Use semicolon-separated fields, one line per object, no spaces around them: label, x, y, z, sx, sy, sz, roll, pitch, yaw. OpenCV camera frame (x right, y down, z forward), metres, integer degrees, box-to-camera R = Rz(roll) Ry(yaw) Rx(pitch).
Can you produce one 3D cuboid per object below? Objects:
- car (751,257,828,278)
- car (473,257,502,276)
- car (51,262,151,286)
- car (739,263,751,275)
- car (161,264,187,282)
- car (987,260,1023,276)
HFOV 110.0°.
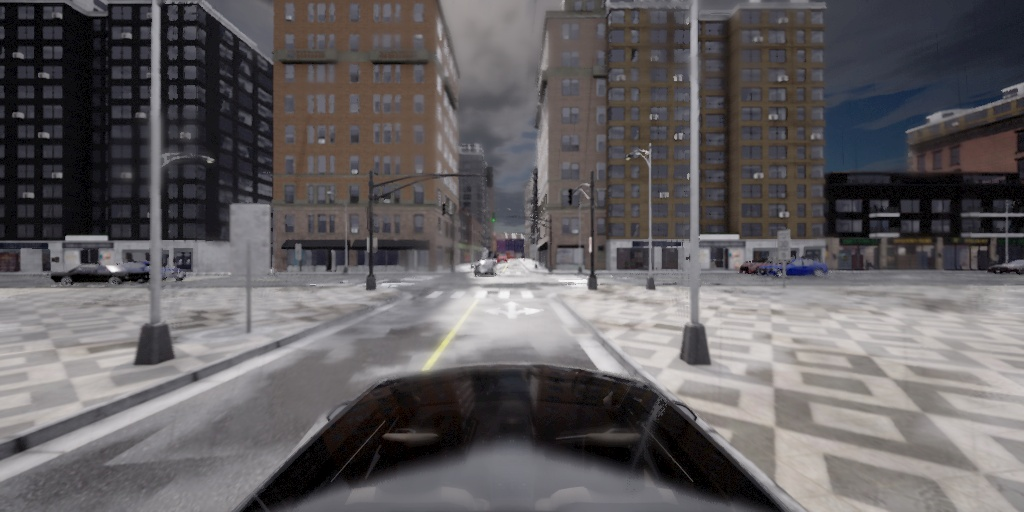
car;23.072;1.016;29.530;5.008;1.535;1.882;0;0;0
car;-2.441;1.109;33.553;2.128;1.511;4.902;0;1;2
car;-25.616;1.222;22.592;4.718;1.301;1.895;0;0;0
car;23.412;0.897;32.779;4.553;1.767;2.097;0;0;0
car;-26.280;1.157;25.841;4.674;1.442;1.812;0;0;0
car;47.154;1.052;32.811;5.357;1.411;2.033;0;0;0
